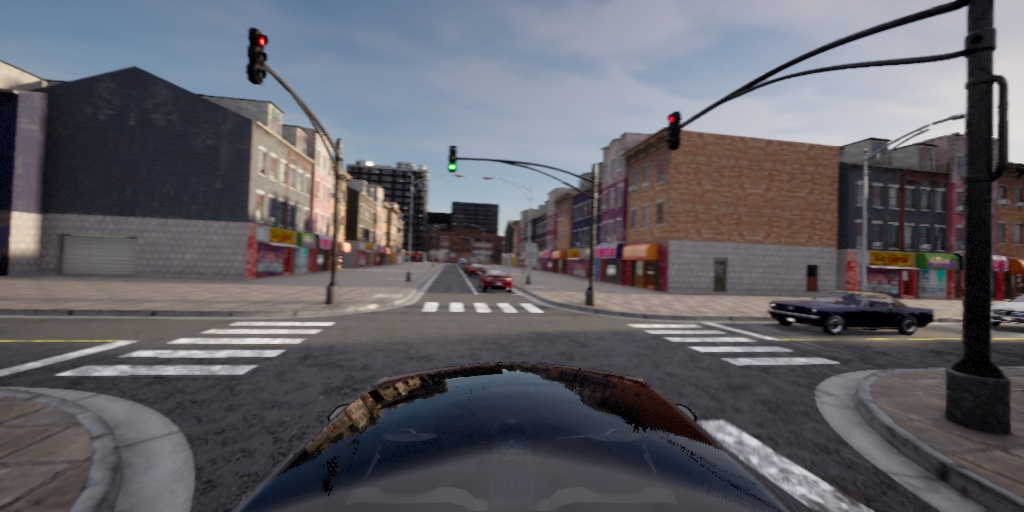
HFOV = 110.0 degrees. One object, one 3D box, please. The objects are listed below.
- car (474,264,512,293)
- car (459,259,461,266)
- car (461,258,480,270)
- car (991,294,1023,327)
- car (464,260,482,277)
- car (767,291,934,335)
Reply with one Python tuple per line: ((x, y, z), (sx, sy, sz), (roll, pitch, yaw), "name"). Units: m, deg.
((-1.107, 1.416, 22.119), (1.888, 1.381, 4.507), (0, 0, -10), "car")
((-7.421, 1.578, 59.652), (1.802, 1.307, 4.207), (0, 0, -10), "car")
((-4.714, 1.249, 43.566), (2.192, 1.841, 5.009), (0, 0, -10), "car")
((20.960, 2.158, 13.879), (4.674, 1.442, 1.812), (2, -1, -9), "car")
((-3.812, 1.461, 38.204), (1.888, 1.381, 4.507), (0, 0, -10), "car")
((11.380, 1.872, 12.231), (4.718, 1.301, 1.895), (2, -1, -10), "car")
